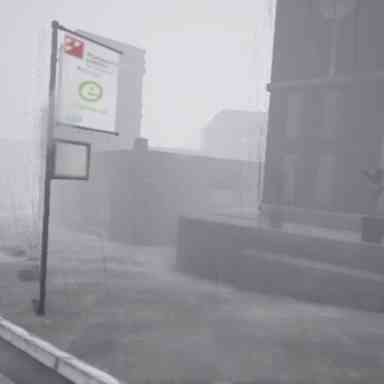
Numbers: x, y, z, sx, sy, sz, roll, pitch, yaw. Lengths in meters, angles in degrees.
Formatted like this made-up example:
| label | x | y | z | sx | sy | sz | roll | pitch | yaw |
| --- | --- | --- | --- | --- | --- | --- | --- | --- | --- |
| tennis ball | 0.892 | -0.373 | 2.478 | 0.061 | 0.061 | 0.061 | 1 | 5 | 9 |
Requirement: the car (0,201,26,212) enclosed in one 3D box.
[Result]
| label | x | y | z | sx | sy | sz | roll | pitch | yaw |
| --- | --- | --- | --- | --- | --- | --- | --- | --- | --- |
| car | -26.493 | 2.049 | 48.667 | 1.882 | 1.535 | 5.008 | 4 | -2 | 8 |
